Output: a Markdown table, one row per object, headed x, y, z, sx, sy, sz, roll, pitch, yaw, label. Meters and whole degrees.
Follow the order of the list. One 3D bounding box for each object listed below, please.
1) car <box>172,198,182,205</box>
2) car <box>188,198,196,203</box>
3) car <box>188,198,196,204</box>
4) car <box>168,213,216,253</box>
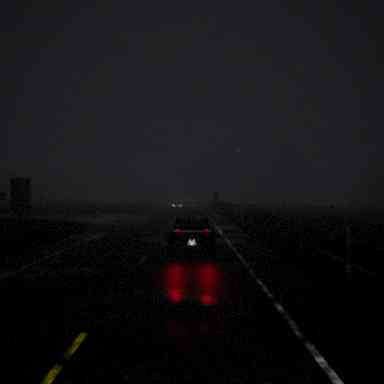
| x | y | z | sx | sy | sz | roll | pitch | yaw | label |
| --- | --- | --- | --- | --- | --- | --- | --- | --- | --- |
| -3.500 | 2.108 | 78.988 | 2.097 | 1.767 | 4.553 | 0 | -1 | 0 | car |
| 0.001 | 2.269 | 92.696 | 2.033 | 1.411 | 5.357 | 0 | -1 | 0 | car |
| 0.001 | 2.275 | 81.024 | 1.812 | 1.442 | 4.674 | 0 | -1 | 0 | car |
| 0.005 | 1.633 | 14.287 | 2.128 | 1.511 | 4.902 | 0 | 0 | 0 | car |
